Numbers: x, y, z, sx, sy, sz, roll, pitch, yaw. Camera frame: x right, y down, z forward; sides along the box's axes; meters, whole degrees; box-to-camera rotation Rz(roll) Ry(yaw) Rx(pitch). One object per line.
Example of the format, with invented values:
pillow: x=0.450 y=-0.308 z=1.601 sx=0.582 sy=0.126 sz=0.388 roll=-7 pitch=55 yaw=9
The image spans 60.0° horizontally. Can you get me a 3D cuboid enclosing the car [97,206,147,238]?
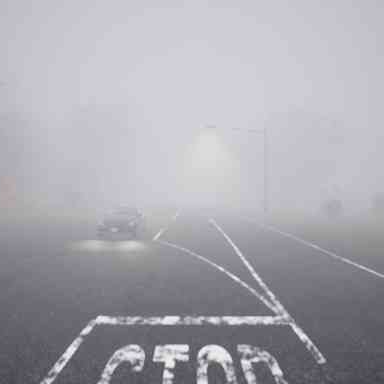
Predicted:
car: x=-3.460 y=1.442 z=17.175 sx=1.812 sy=1.442 sz=4.674 roll=1 pitch=-1 yaw=0

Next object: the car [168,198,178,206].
car: x=-3.786 y=2.036 z=66.261 sx=1.882 sy=1.535 sz=5.008 roll=0 pitch=0 yaw=-1
